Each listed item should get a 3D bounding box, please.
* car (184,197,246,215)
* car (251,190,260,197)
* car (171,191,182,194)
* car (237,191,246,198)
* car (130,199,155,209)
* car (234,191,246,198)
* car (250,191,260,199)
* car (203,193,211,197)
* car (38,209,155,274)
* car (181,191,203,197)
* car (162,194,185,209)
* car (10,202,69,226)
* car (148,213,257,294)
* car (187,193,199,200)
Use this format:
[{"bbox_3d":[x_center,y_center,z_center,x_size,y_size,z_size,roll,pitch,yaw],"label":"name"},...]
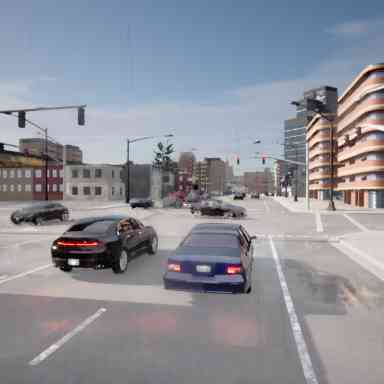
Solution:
[{"bbox_3d":[2.140,1.465,27.711,4.902,1.511,2.128,0,1,33],"label":"car"},{"bbox_3d":[16.337,0.464,85.645,2.097,1.767,4.553,0,1,11],"label":"car"},{"bbox_3d":[-2.780,0.893,61.256,2.150,2.045,5.566,0,1,12],"label":"car"},{"bbox_3d":[12.981,0.552,86.719,2.097,1.767,4.553,0,1,11],"label":"car"},{"bbox_3d":[-6.372,1.530,43.137,1.895,1.301,4.718,0,0,11],"label":"car"},{"bbox_3d":[10.285,0.975,72.979,1.994,1.385,4.181,0,1,11],"label":"car"},{"bbox_3d":[14.335,0.881,75.441,2.128,1.511,4.902,0,1,11],"label":"car"},{"bbox_3d":[3.126,0.975,72.845,2.128,1.511,4.902,0,1,11],"label":"car"},{"bbox_3d":[-2.511,1.505,10.700,1.837,1.490,4.892,0,0,11],"label":"car"},{"bbox_3d":[0.084,1.072,57.769,2.097,1.767,4.553,0,1,11],"label":"car"},{"bbox_3d":[-2.622,1.418,44.062,1.837,1.490,4.892,0,1,11],"label":"car"},{"bbox_3d":[-10.755,1.498,23.816,1.837,1.490,4.892,-1,0,12],"label":"car"},{"bbox_3d":[0.707,1.547,8.957,2.033,1.411,5.357,0,0,11],"label":"car"},{"bbox_3d":[0.218,0.921,76.206,1.812,1.442,4.674,0,1,11],"label":"car"}]
